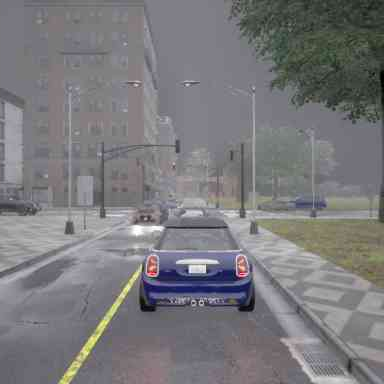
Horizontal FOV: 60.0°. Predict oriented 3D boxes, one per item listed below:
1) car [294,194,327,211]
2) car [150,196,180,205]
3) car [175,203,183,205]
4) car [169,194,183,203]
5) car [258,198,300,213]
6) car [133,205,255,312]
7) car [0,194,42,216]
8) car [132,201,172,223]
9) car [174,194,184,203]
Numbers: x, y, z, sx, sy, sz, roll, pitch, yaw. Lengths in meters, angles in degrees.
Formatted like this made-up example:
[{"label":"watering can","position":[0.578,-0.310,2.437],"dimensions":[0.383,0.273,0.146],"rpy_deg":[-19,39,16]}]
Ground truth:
[{"label":"car","position":[13.769,1.320,41.169],"dimensions":[5.566,2.045,2.150],"rpy_deg":[0,-1,0]},{"label":"car","position":[-4.495,1.603,41.102],"dimensions":[5.357,1.411,2.033],"rpy_deg":[-1,-1,0]},{"label":"car","position":[0.017,1.537,17.558],"dimensions":[1.812,1.442,4.674],"rpy_deg":[0,0,1]},{"label":"car","position":[-2.985,1.298,55.739],"dimensions":[2.150,2.045,5.566],"rpy_deg":[0,0,-2]},{"label":"car","position":[9.630,1.622,37.841],"dimensions":[4.181,1.385,1.994],"rpy_deg":[0,-1,-1]},{"label":"car","position":[0.093,1.355,7.885],"dimensions":[2.097,1.767,4.553],"rpy_deg":[0,0,0]},{"label":"car","position":[-17.138,1.190,31.125],"dimensions":[5.566,2.045,2.150],"rpy_deg":[0,-1,0]},{"label":"car","position":[-2.917,1.579,23.910],"dimensions":[1.994,1.385,4.181],"rpy_deg":[0,0,5]},{"label":"car","position":[-2.928,1.374,76.126],"dimensions":[2.150,2.045,5.566],"rpy_deg":[0,0,0]}]
